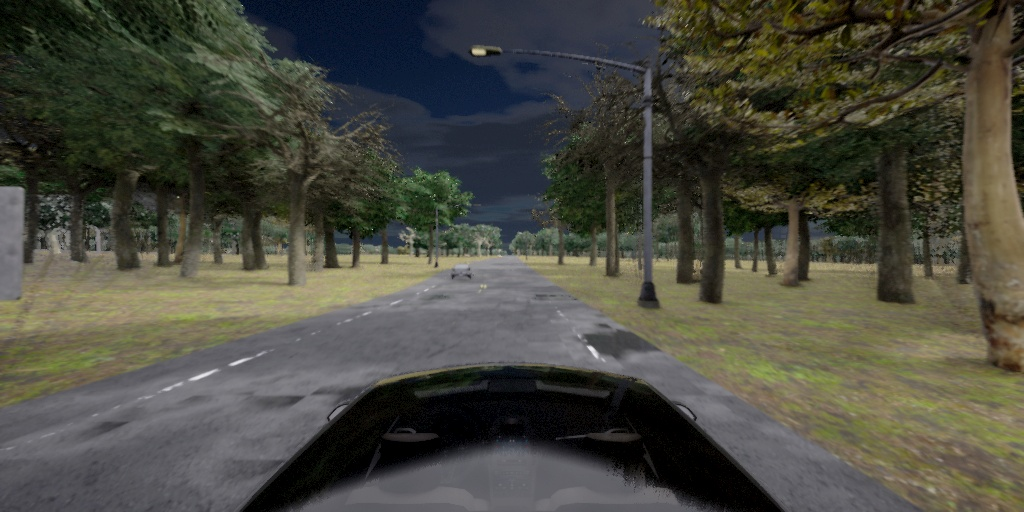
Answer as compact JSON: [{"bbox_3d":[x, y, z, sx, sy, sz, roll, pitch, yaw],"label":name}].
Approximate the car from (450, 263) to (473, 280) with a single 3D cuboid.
[{"bbox_3d":[-4.703,1.423,33.689,1.812,1.442,4.674,0,0,-6],"label":"car"}]
